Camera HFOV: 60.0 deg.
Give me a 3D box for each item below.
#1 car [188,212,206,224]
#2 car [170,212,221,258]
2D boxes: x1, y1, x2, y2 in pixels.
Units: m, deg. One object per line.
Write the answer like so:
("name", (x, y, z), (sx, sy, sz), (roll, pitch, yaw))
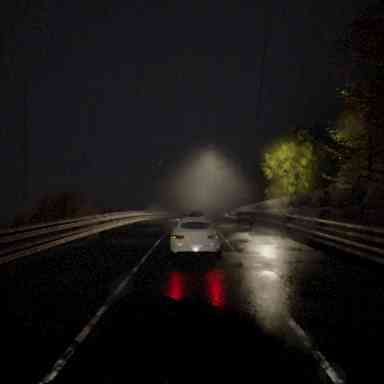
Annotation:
("car", (0.601, 3.031, 39.278), (1.994, 1.385, 4.181), (0, -4, 2))
("car", (0.129, 1.711, 13.355), (1.812, 1.442, 4.674), (0, -1, 0))
